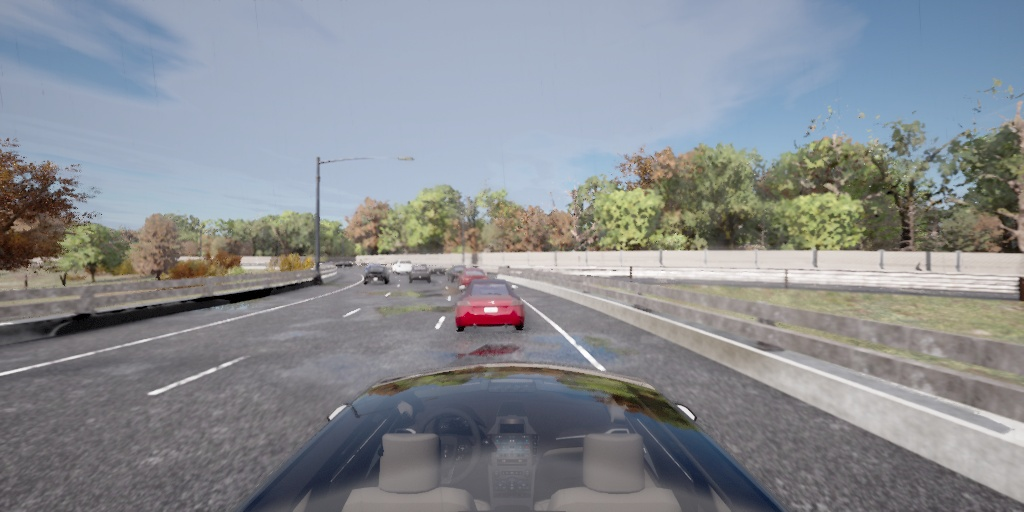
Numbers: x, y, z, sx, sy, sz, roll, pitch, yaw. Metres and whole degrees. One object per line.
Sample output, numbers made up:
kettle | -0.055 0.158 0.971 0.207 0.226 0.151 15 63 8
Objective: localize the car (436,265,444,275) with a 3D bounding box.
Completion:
car | -10.248 1.887 47.312 1.895 1.301 4.718 0 -1 -24

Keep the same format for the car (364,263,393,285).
car | -11.544 1.605 30.845 1.837 1.490 4.892 0 0 -16

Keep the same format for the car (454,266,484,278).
car | -2.547 1.527 23.276 1.812 1.442 4.674 0 -1 -12

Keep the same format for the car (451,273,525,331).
car | -0.756 1.428 11.571 1.994 1.385 4.181 0 -1 -5

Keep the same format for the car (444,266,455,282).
car | -4.822 1.638 32.716 1.812 1.442 4.674 0 -1 -16

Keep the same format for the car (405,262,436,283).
car | -8.399 1.606 32.551 2.128 1.511 4.902 0 -1 -16

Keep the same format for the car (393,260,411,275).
car | -15.211 1.543 49.713 2.150 2.045 5.566 0 -1 -26
